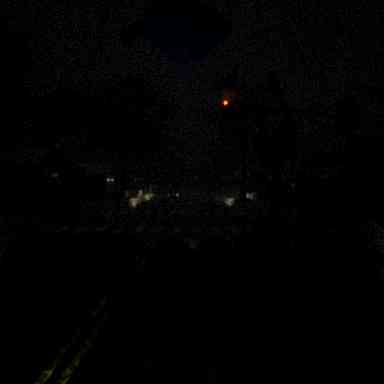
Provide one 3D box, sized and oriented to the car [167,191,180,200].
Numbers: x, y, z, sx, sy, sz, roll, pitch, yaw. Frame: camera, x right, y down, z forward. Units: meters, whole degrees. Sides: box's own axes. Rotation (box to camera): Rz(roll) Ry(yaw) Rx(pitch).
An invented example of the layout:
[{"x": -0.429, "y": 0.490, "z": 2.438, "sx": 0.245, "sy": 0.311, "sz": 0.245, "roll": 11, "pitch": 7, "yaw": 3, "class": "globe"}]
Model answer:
[{"x": -3.236, "y": 0.533, "z": 59.054, "sx": 2.097, "sy": 1.767, "sz": 4.553, "roll": 0, "pitch": 0, "yaw": 0, "class": "car"}]
